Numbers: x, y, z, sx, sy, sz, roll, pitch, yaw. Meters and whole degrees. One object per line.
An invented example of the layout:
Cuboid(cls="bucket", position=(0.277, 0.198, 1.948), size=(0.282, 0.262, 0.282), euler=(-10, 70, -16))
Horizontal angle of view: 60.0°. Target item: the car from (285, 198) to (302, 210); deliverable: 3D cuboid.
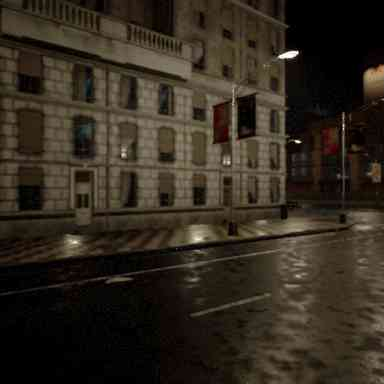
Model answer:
Cuboid(cls="car", position=(12.275, 1.509, 44.246), size=(2.128, 1.511, 4.902), euler=(0, 0, -37))
